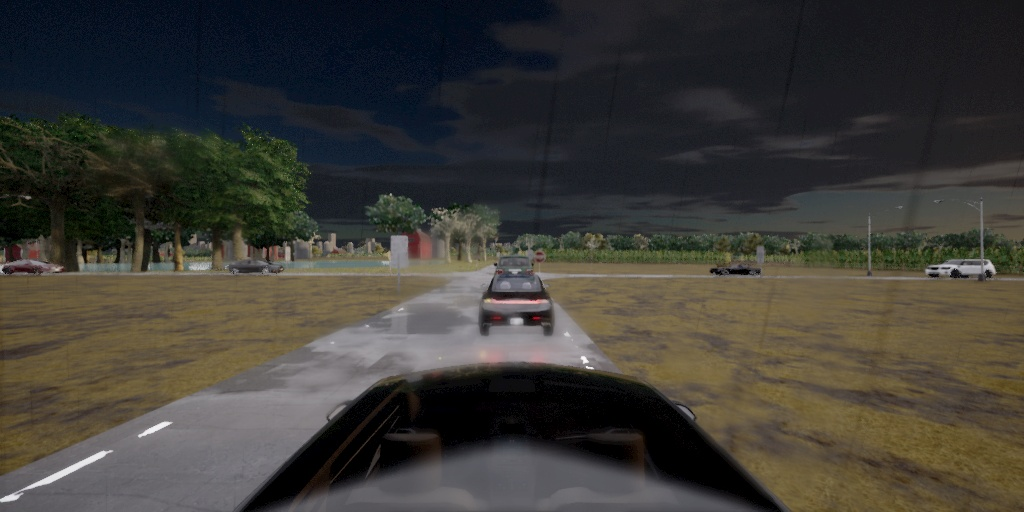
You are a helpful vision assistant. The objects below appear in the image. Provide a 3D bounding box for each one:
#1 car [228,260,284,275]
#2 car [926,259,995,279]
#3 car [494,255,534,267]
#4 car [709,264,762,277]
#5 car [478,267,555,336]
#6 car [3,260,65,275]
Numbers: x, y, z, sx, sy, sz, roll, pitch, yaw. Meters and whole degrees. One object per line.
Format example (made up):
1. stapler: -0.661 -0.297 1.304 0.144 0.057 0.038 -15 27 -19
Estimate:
1. car: -25.400 1.107 35.706 4.892 1.490 1.837 0 -1 0
2. car: 47.995 1.364 38.417 5.566 2.045 2.150 1 -1 0
3. car: 0.115 0.965 20.740 2.150 2.045 5.566 0 0 -1
4. car: 23.952 1.520 38.554 4.718 1.301 1.895 0 -1 0
5. car: 0.119 1.239 10.362 2.128 1.511 4.902 0 0 0
6. car: -47.759 1.117 35.816 4.674 1.442 1.812 0 -1 1
